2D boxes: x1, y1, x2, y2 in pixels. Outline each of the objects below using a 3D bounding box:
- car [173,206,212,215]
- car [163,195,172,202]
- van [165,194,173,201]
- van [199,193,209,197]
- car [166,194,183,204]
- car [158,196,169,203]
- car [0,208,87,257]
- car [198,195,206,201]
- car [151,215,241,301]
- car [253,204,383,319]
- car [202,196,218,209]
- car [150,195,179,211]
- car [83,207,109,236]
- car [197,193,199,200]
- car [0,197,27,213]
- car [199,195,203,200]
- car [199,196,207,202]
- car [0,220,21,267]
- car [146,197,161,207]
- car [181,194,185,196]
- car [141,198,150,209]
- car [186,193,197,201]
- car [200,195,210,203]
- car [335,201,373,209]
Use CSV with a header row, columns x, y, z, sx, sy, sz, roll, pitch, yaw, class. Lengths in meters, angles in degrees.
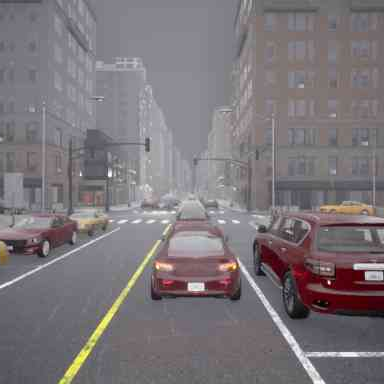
x,y,z,sx,sy,sz,roll,pitch,yaw,class
0.060,1.605,17.413,1.895,1.301,4.718,0,0,0,car
-5.863,1.466,79.592,1.967,1.590,4.097,1,0,0,car
-5.863,1.371,85.265,1.690,1.788,3.998,1,0,0,van
2.667,1.358,62.568,1.690,1.788,3.998,1,0,0,van
-3.099,1.561,54.954,2.033,1.411,5.357,0,0,0,car
-5.862,1.601,68.247,1.802,1.307,4.206,1,0,0,car
-5.851,1.547,12.911,1.887,1.381,4.507,1,0,0,car
2.659,1.599,90.934,1.947,1.339,4.313,1,0,0,car
0.084,1.527,8.235,1.812,1.442,4.674,0,0,0,car
2.678,1.317,7.279,2.192,1.841,5.009,1,0,0,car
2.668,1.593,45.548,1.802,1.307,4.206,1,0,0,car
-3.364,1.501,41.777,2.128,1.511,4.902,0,0,6,car
-5.852,1.529,18.365,1.752,1.417,4.829,1,0,0,car
2.666,1.335,68.241,2.192,1.841,5.009,1,0,0,car
-17.266,1.198,29.723,4.553,1.767,2.097,1,-1,0,car
2.665,1.596,56.894,1.802,1.307,4.206,1,0,0,car
2.661,1.608,79.588,1.802,1.307,4.206,1,0,0,car
-5.850,1.527,7.116,1.752,1.417,4.829,1,0,0,car
-5.859,1.557,51.228,1.887,1.381,4.507,1,0,0,car
-3.043,1.566,65.744,2.033,1.411,5.357,0,0,1,car
-5.858,1.555,45.555,1.887,1.381,4.507,1,0,0,car
-0.015,1.570,85.281,2.033,1.411,5.357,0,0,0,car
2.666,1.594,51.221,1.802,1.307,4.206,1,0,0,car
15.118,1.642,32.745,5.008,1.535,1.882,0,-1,1,car
